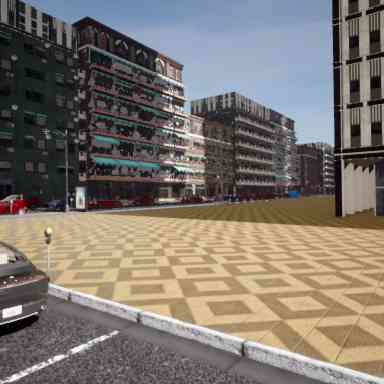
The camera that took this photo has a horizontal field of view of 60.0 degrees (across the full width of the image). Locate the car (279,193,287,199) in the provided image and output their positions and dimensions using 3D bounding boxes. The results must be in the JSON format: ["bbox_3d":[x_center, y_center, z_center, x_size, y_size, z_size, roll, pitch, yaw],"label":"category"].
[{"bbox_3d":[19.690,0.938,77.156,2.008,1.369,4.403,-1,0,36],"label":"car"}]

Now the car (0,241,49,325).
[{"bbox_3d":[-4.447,1.553,6.247,4.403,1.369,2.008,0,-1,36],"label":"car"}]

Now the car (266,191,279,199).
[{"bbox_3d":[16.431,0.740,72.690,2.192,1.841,5.009,-1,0,36],"label":"car"}]

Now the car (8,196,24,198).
[{"bbox_3d":[-19.978,1.453,32.601,2.033,1.411,5.357,-1,0,36],"label":"car"}]

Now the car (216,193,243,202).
[{"bbox_3d":[6.663,1.093,59.293,2.008,1.369,4.403,-1,0,36],"label":"car"}]

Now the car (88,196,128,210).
[{"bbox_3d":[-9.623,1.186,36.962,1.967,1.590,4.097,-1,0,36],"label":"car"}]

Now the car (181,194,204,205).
[{"bbox_3d":[0.148,1.062,50.360,1.967,1.590,4.097,-1,0,36],"label":"car"}]

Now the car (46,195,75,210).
[{"bbox_3d":[-14.714,1.189,39.819,2.097,1.767,4.553,-1,0,36],"label":"car"}]

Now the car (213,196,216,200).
[{"bbox_3d":[6.406,1.028,73.163,1.967,1.590,4.097,-1,0,36],"label":"car"}]

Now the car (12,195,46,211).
[{"bbox_3d":[-19.651,1.228,37.435,2.192,1.841,5.009,-1,0,36],"label":"car"}]

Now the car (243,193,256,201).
[{"bbox_3d":[9.920,1.048,63.759,1.887,1.381,4.507,-1,0,36],"label":"car"}]

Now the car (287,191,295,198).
[{"bbox_3d":[22.948,0.932,81.623,1.802,1.307,4.206,-1,0,36],"label":"car"}]

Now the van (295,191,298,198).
[{"bbox_3d":[26.202,0.654,86.089,1.690,1.788,3.998,-1,0,36],"label":"van"}]

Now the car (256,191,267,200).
[{"bbox_3d":[13.177,1.046,68.224,1.802,1.307,4.206,-1,0,36],"label":"car"}]

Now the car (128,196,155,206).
[{"bbox_3d":[-7.525,1.271,49.652,1.812,1.442,4.674,-1,0,36],"label":"car"}]

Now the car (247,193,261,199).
[{"bbox_3d":[16.178,1.040,86.562,1.947,1.339,4.313,-1,0,36],"label":"car"}]

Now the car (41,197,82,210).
[{"bbox_3d":[-16.391,1.415,41.902,1.887,1.381,4.507,-1,0,36],"label":"car"}]

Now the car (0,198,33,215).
[{"bbox_3d":[-16.135,1.413,28.030,1.802,1.307,4.206,-1,0,36],"label":"car"}]
